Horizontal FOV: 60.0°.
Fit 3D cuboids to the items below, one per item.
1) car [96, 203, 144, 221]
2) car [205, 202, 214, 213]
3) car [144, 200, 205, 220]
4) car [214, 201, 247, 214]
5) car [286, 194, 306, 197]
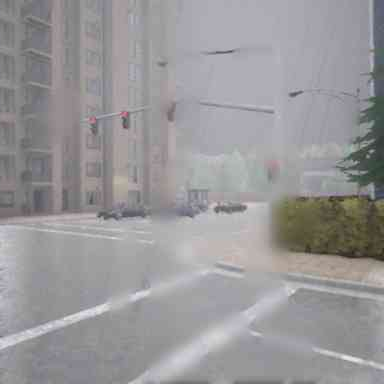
[{"bbox_3d":[-5.721,1.668,29.220,2.033,1.411,5.357,0,0,36],"label":"car"},{"bbox_3d":[-0.037,1.611,37.023,2.128,1.511,4.902,0,0,36],"label":"car"},{"bbox_3d":[-1.386,1.648,29.230,2.033,1.411,5.357,0,0,36],"label":"car"},{"bbox_3d":[4.262,1.701,36.978,1.895,1.301,4.718,0,0,36],"label":"car"},{"bbox_3d":[14.124,1.301,44.291,2.150,2.045,5.566,0,0,36],"label":"car"}]
